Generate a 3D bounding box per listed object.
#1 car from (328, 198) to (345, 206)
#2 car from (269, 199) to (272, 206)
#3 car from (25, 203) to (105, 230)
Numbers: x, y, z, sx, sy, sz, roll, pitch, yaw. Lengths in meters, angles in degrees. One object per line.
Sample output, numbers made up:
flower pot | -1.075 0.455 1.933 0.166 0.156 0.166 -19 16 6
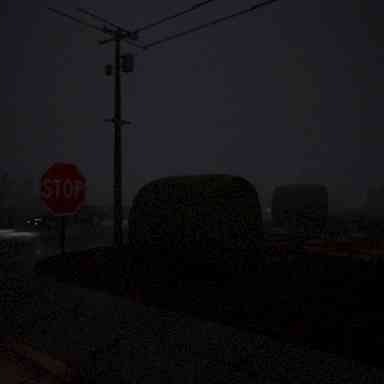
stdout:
car | 23.347 1.553 54.060 1.895 1.301 4.718 0 0 38
car | 12.936 1.174 46.712 2.150 2.045 5.566 0 0 39
car | -7.725 1.453 20.670 1.837 1.490 4.892 0 0 38
